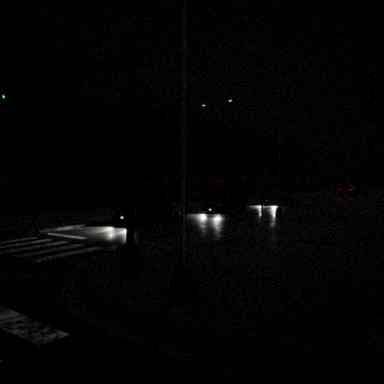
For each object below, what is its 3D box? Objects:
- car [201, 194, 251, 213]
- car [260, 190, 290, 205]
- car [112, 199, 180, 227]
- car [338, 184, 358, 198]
[{"bbox_3d":[2.863,0.858,26.746,2.033,1.411,5.357,0,2,35],"label":"car"},{"bbox_3d":[8.868,0.556,35.211,1.837,1.490,4.892,0,2,35],"label":"car"},{"bbox_3d":[-2.546,1.117,19.113,1.994,1.385,4.181,0,2,35],"label":"car"},{"bbox_3d":[24.361,-0.220,51.971,2.150,2.045,5.566,0,2,35],"label":"car"}]
